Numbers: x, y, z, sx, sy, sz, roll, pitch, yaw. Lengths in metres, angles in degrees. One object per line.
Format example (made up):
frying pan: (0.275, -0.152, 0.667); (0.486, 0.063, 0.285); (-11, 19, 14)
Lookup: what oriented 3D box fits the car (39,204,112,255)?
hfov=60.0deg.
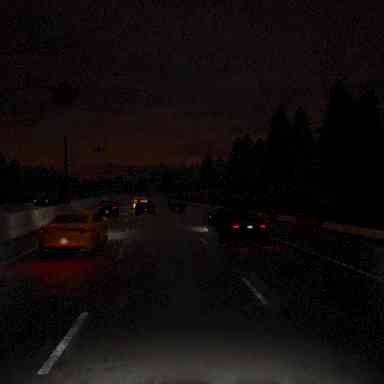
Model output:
car: (-4.577, 1.477, 13.424); (1.882, 1.535, 5.008); (0, 0, -8)

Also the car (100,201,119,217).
car: (-7.851, 1.526, 31.179); (1.812, 1.442, 4.674); (0, 0, -11)

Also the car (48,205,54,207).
car: (-17.894, 1.547, 44.420); (2.033, 1.411, 5.357); (0, 0, -12)

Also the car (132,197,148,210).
car: (-6.887, 1.477, 43.988); (1.882, 1.535, 5.008); (0, 0, -11)

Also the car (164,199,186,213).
car: (-1.949, 1.526, 37.242); (1.812, 1.442, 4.674); (0, 0, -11)

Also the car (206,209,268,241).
car: (2.057, 1.547, 16.656); (2.033, 1.411, 5.357); (0, 0, -9)

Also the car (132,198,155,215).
car: (-4.901, 1.491, 34.176); (2.128, 1.511, 4.902); (0, 0, -11)
